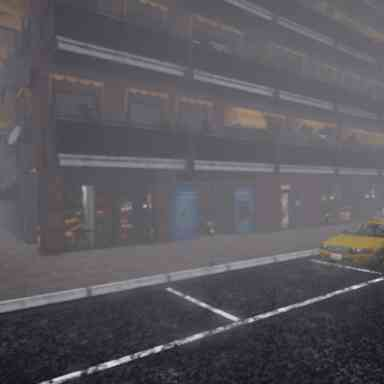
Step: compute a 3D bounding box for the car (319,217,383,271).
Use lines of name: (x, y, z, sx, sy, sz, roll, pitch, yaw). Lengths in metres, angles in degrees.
car: (6.088, 1.521, 10.916, 4.829, 1.417, 1.752, 0, -1, -35)
